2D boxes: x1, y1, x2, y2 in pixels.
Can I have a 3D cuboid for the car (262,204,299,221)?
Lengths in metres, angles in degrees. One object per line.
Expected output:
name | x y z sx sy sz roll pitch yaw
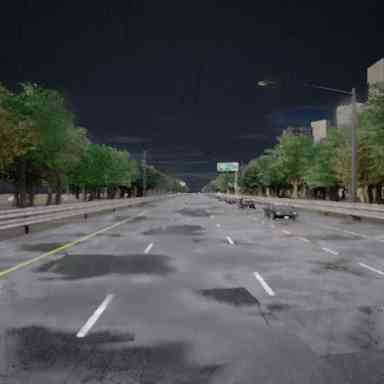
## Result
car | 7.051 1.613 26.985 1.895 1.301 4.718 0 0 0

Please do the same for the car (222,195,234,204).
car | 7.241 1.644 62.574 1.895 1.301 4.718 0 0 0

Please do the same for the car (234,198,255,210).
car | 7.127 1.532 44.109 1.837 1.490 4.892 0 0 0

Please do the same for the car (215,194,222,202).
car | 7.399 1.578 81.553 2.128 1.511 4.902 0 0 1
